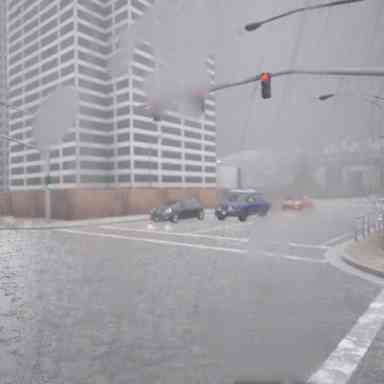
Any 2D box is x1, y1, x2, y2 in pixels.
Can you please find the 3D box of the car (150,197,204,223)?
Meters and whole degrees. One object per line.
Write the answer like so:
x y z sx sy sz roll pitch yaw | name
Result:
-1.079 1.320 25.265 2.097 1.767 4.553 -1 0 39 | car

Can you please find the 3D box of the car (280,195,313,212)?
10.820 1.105 34.397 2.097 1.767 4.553 -1 0 39 | car

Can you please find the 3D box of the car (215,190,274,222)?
4.013 1.103 26.018 2.150 2.045 5.566 -1 0 39 | car
